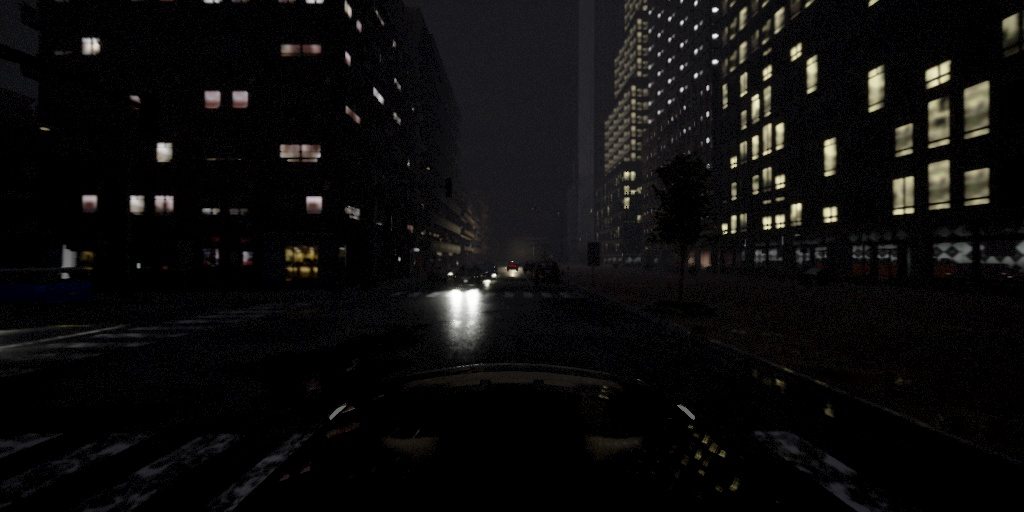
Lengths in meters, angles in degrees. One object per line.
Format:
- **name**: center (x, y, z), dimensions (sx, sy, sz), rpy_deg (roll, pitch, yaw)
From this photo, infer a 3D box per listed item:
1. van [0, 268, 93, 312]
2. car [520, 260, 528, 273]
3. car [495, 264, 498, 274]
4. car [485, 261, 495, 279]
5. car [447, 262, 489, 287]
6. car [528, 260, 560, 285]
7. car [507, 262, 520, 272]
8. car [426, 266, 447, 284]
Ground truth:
- **van**: center (-20.771, 1.407, 15.482), dimensions (3.998, 1.789, 1.690), rpy_deg (0, 0, -1)
- **car**: center (2.682, 1.503, 50.830), dimensions (2.192, 1.841, 5.009), rpy_deg (0, 0, 0)
- **car**: center (-3.070, 1.490, 48.156), dimensions (2.097, 1.767, 4.553), rpy_deg (0, -1, 1)
- **car**: center (-3.102, 1.509, 36.796), dimensions (1.882, 1.535, 5.008), rpy_deg (0, -1, 0)
- **car**: center (-3.100, 1.429, 26.423), dimensions (2.128, 1.511, 4.902), rpy_deg (0, -1, 0)
- **car**: center (2.684, 1.297, 28.726), dimensions (2.192, 1.841, 5.009), rpy_deg (0, 0, 0)
- **car**: center (0.095, 1.741, 58.268), dimensions (2.128, 1.511, 4.902), rpy_deg (0, -1, 0)
- **car**: center (-5.695, 1.497, 28.725), dimensions (2.007, 1.370, 4.403), rpy_deg (0, 0, 0)
